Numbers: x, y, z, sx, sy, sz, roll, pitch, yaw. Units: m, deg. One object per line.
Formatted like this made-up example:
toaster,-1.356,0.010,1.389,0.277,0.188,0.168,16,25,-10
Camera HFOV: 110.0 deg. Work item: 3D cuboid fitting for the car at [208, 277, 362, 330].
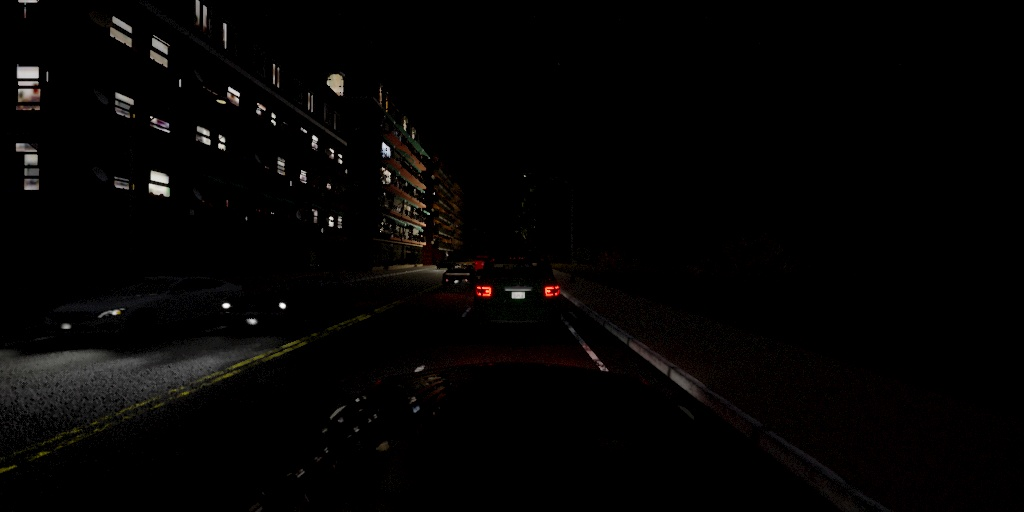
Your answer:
car,-6.601,1.352,11.328,1.895,1.301,4.718,0,0,0

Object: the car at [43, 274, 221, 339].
car,-9.854,1.277,10.250,1.812,1.442,4.674,0,0,0

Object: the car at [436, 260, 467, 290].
car,-3.151,1.245,22.790,2.128,1.511,4.902,0,0,0

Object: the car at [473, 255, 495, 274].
car,-3.148,0.974,41.709,2.150,2.045,5.566,0,0,0

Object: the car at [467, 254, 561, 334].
car,0.102,0.973,10.721,2.150,2.045,5.566,0,0,-1

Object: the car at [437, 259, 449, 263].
car,-9.842,1.258,52.816,1.837,1.490,4.892,0,0,0
